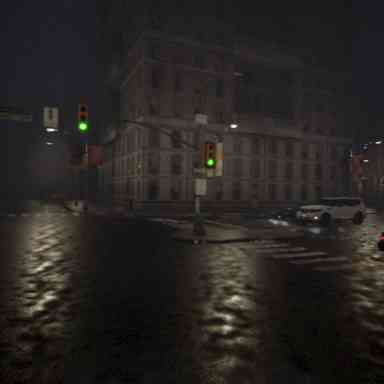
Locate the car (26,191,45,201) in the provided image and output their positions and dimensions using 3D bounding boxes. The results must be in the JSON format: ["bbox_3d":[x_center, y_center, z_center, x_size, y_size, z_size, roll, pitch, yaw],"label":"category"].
[{"bbox_3d":[-31.110,0.758,66.199,2.097,1.767,4.553,1,0,-1],"label":"car"}]

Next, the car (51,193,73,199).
[{"bbox_3d":[-30.265,0.887,76.427,1.882,1.535,5.008,1,0,14],"label":"car"}]

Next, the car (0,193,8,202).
[{"bbox_3d":[-33.607,0.913,57.872,2.033,1.411,5.357,1,0,-14],"label":"car"}]

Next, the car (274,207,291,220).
[{"bbox_3d":[9.654,1.693,28.492,5.357,1.411,2.033,1,0,-24],"label":"car"}]

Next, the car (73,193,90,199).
[{"bbox_3d":[-26.232,1.018,78.265,2.033,1.411,5.357,1,0,18],"label":"car"}]

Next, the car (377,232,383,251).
[{"bbox_3d":[9.200,1.698,11.899,5.357,1.411,2.033,1,0,-22],"label":"car"}]

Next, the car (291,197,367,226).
[{"bbox_3d":[10.601,1.386,25.080,5.566,2.045,2.150,1,0,-24],"label":"car"}]
